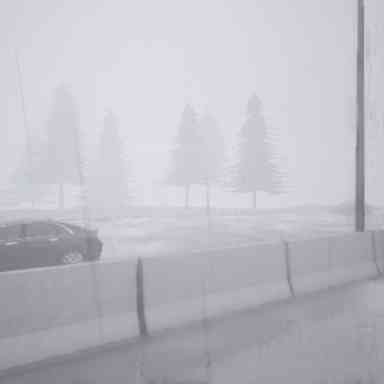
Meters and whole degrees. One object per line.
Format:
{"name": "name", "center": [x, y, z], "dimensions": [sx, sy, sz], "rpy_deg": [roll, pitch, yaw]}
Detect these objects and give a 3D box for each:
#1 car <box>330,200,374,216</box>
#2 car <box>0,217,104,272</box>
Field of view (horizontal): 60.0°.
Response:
{"name": "car", "center": [15.681, 1.487, 32.506], "dimensions": [4.674, 1.442, 1.812], "rpy_deg": [0, 0, -24]}
{"name": "car", "center": [-4.892, 1.475, 8.960], "dimensions": [4.892, 1.490, 1.837], "rpy_deg": [0, 0, -34]}
